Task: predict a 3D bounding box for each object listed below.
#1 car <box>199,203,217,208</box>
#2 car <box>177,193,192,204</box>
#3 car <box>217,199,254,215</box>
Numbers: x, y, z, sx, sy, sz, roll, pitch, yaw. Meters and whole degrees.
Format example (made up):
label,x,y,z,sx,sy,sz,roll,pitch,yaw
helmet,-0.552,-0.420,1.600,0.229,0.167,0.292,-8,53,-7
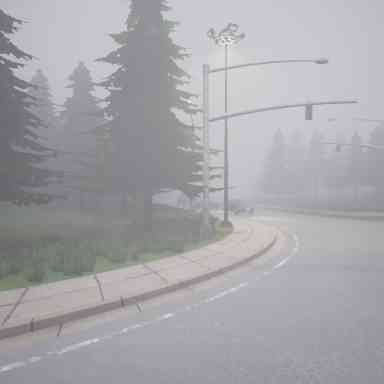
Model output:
label,x,y,z,sx,sy,sz,roll,pitch,yaw
car,2.064,1.601,43.922,1.895,1.301,4.718,0,0,-16
car,-0.867,1.222,54.072,2.150,2.045,5.566,0,0,-17
car,4.717,1.491,34.282,2.128,1.511,4.902,0,0,-15
